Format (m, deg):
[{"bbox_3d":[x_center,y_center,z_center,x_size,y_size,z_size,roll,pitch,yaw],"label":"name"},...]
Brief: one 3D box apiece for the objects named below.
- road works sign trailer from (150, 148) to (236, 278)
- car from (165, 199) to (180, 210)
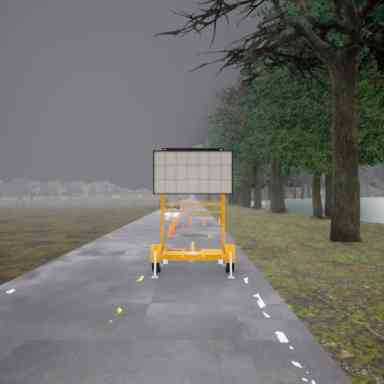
[{"bbox_3d":[0.031,0.475,10.113,2.380,3.560,2.880,0,0,0],"label":"road works sign trailer"},{"bbox_3d":[-2.607,1.639,44.586,2.128,1.511,4.902,0,0,0],"label":"car"}]
